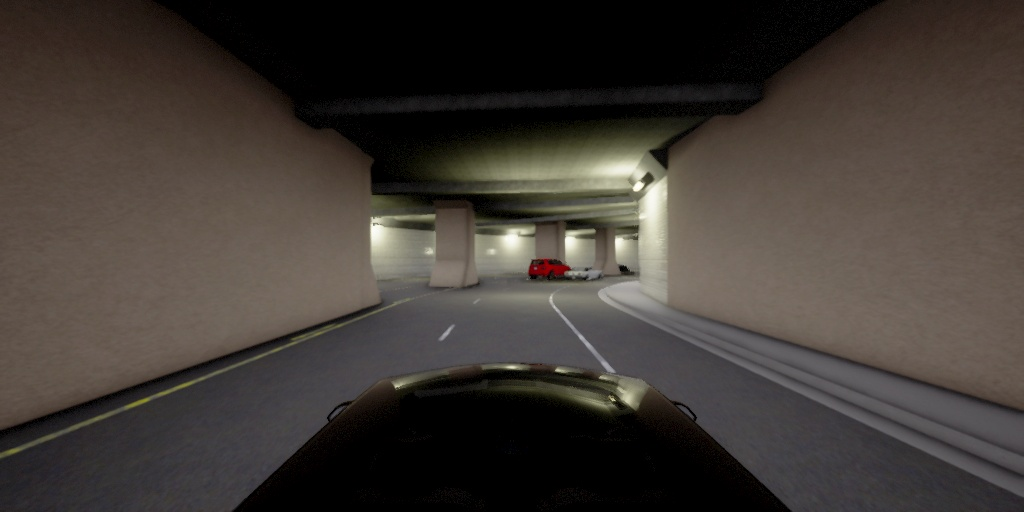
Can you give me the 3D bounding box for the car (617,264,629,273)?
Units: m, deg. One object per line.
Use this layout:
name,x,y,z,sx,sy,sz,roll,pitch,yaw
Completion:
car,15.146,1.789,52.749,4.181,1.385,1.994,0,-1,-25

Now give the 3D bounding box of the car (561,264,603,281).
car,6.813,1.649,33.637,1.895,1.301,4.718,0,-1,37

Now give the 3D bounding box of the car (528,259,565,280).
car,3.810,1.286,35.499,2.150,2.045,5.566,-1,-1,37
